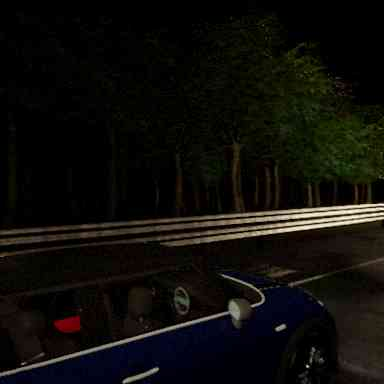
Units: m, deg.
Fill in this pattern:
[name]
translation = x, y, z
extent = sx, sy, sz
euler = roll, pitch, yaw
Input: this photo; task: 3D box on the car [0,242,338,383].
[car]
translation = -0.500, 1.332, 3.434
extent = 4.553, 1.767, 2.097
euler = -1, 1, -36
